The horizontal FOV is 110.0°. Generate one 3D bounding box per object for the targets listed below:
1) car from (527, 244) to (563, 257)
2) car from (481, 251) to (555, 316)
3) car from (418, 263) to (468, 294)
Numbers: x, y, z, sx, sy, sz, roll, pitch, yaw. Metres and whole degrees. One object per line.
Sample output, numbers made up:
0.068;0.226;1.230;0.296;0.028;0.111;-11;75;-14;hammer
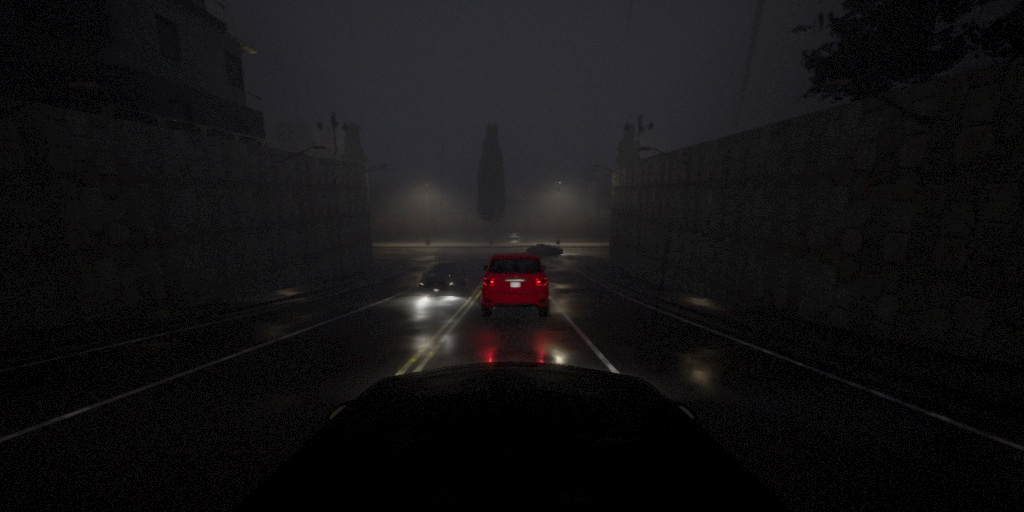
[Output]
3.470;-0.594;37.816;4.181;1.385;1.994;-8;11;-39;car
0.103;0.926;13.265;2.150;2.045;5.566;0;0;0;car
-3.532;1.080;19.381;2.033;1.411;5.357;0;3;0;car
